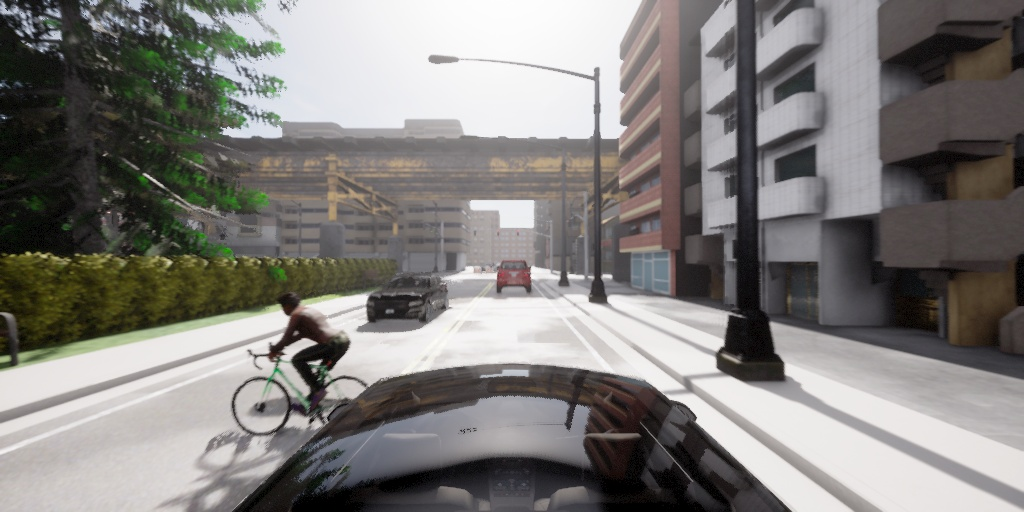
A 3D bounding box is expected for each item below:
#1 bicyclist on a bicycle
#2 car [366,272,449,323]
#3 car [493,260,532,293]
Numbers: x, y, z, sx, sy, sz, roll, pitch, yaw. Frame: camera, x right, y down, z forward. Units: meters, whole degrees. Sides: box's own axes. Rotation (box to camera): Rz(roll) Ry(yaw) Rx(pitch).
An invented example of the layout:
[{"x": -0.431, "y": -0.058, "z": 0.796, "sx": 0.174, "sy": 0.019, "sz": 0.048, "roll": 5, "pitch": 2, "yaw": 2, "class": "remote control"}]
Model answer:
[{"x": -2.356, "y": 1.233, "z": 4.057, "sx": 1.656, "sy": 1.620, "sz": 0.582, "roll": -1, "pitch": -1, "yaw": 0, "class": "bicyclist on a bicycle"}, {"x": -3.559, "y": 1.376, "z": 13.011, "sx": 1.882, "sy": 1.535, "sz": 5.008, "roll": 0, "pitch": -1, "yaw": 0, "class": "car"}, {"x": 0.119, "y": 1.263, "z": 23.773, "sx": 2.150, "sy": 2.045, "sz": 5.566, "roll": 0, "pitch": -1, "yaw": 0, "class": "car"}]
